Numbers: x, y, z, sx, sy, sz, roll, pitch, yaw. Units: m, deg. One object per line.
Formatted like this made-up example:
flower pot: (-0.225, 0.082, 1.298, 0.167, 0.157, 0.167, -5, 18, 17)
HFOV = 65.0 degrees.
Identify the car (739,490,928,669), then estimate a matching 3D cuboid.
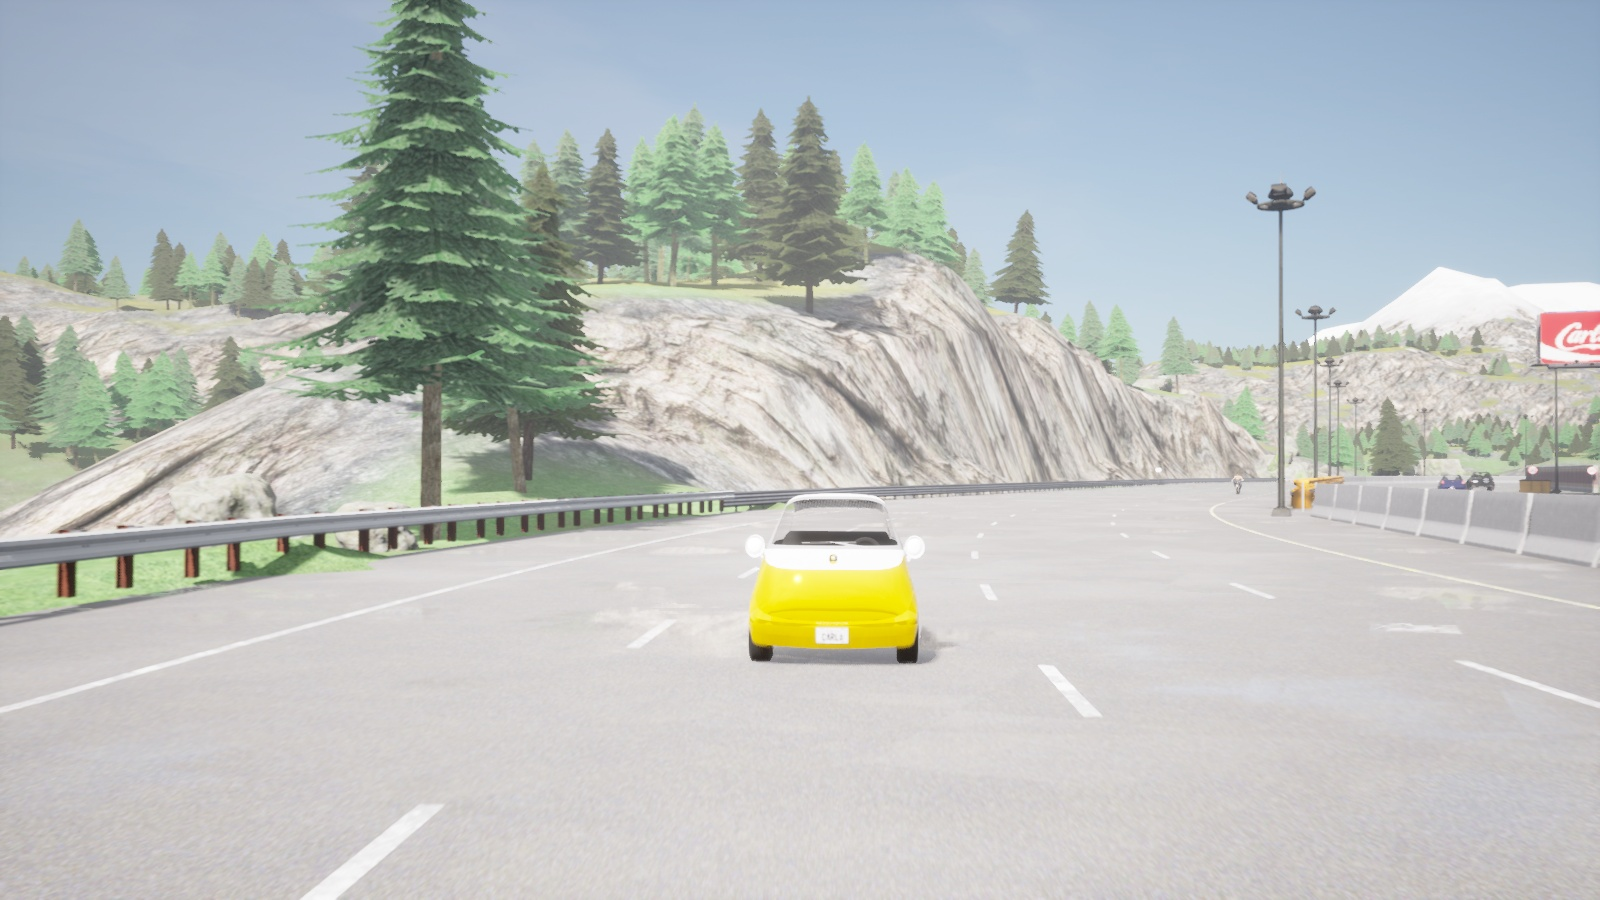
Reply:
car: (0.327, 1.052, 10.955, 1.481, 1.376, 2.207, 0, -1, 4)
